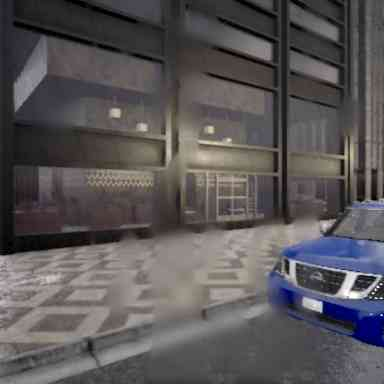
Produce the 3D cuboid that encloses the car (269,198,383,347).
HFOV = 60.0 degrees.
[{"bbox_3d":[3.897,1.164,6.098,5.566,2.045,2.150,0,0,-35],"label":"car"}]

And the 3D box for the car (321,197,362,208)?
[{"bbox_3d":[20.385,1.405,45.516,1.752,1.417,4.829,-1,0,-36],"label":"car"}]

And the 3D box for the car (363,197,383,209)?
[{"bbox_3d":[23.768,1.367,40.812,1.887,1.381,4.507,-1,0,-36],"label":"car"}]
